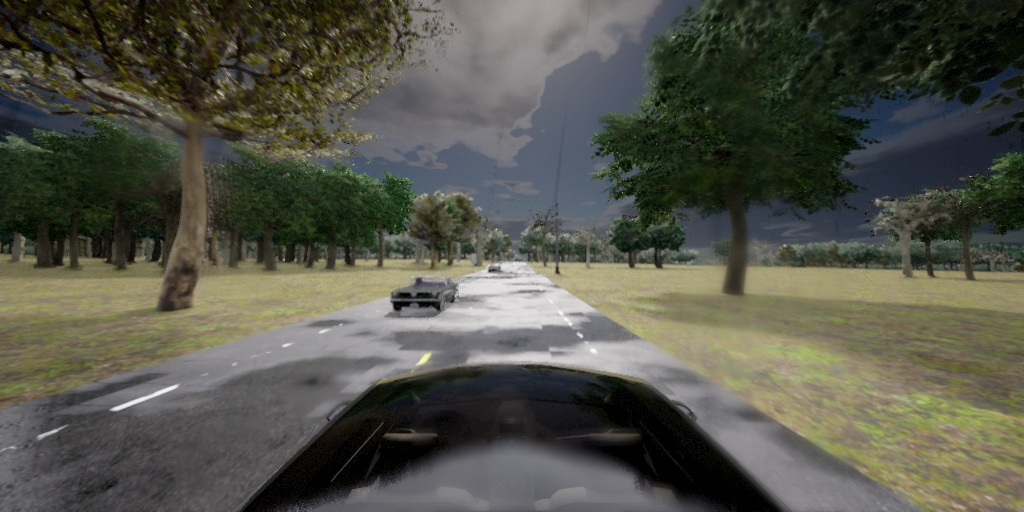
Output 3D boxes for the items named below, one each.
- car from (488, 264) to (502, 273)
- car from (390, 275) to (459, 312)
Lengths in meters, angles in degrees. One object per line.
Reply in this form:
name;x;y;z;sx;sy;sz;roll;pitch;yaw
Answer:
car;-2.666;1.915;55.936;1.994;1.385;4.181;0;-1;2
car;-3.510;1.497;15.139;1.895;1.301;4.718;0;-1;1
